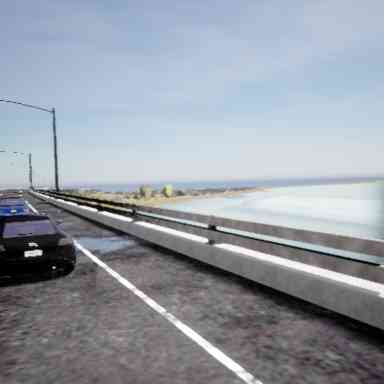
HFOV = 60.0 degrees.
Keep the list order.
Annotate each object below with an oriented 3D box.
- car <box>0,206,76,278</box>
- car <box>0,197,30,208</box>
[{"bbox_3d":[-4.541,1.308,9.203,1.994,1.385,4.181,-3,2,-29],"label":"car"},{"bbox_3d":[-10.962,1.033,20.362,2.033,1.411,5.357,-3,2,-29],"label":"car"}]
